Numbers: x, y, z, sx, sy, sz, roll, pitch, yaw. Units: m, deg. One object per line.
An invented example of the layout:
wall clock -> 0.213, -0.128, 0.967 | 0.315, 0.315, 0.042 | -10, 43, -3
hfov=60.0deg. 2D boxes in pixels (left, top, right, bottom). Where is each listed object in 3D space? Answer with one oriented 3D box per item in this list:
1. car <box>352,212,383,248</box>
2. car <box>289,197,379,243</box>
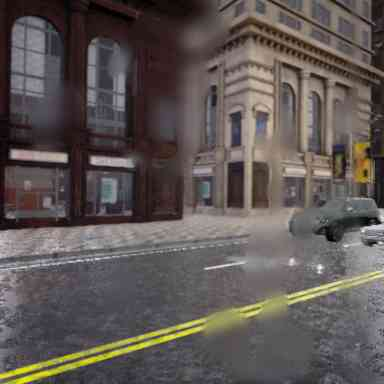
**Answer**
car -> 9.105, 1.673, 14.117 | 4.718, 1.301, 1.895 | 0, 0, -35
car -> 7.376, 1.297, 16.873 | 5.566, 2.045, 2.150 | 1, 0, -35
